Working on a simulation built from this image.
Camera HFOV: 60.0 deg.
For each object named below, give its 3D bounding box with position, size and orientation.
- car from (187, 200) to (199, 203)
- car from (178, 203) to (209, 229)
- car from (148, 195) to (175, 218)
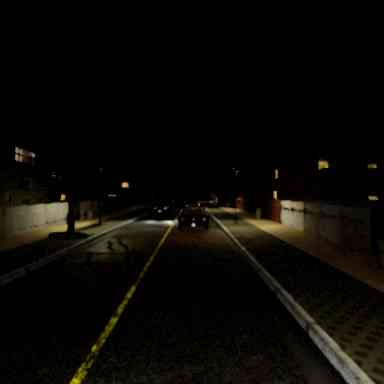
[{"bbox_3d":[0.096,1.637,38.582,1.812,1.442,4.674,0,0,0],"label":"car"},{"bbox_3d":[0.094,1.652,21.750,1.895,1.301,4.718,0,0,0],"label":"car"},{"bbox_3d":[-2.754,1.303,31.126,2.150,2.045,5.566,0,0,0],"label":"car"}]
